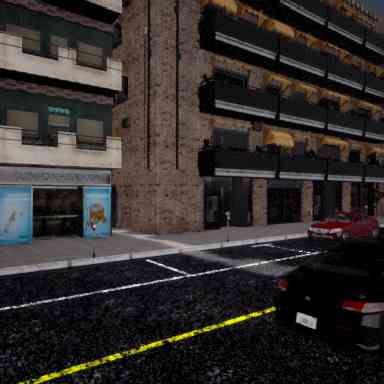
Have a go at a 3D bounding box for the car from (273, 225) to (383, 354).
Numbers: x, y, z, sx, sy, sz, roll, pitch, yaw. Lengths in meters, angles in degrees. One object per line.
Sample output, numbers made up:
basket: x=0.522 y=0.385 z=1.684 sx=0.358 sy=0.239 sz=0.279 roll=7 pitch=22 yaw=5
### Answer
car: x=3.380 y=1.526 z=5.725 sx=4.674 sy=1.442 sz=1.812 roll=0 pitch=0 yaw=-35

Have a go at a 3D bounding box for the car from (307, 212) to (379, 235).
car: x=7.172 y=1.583 z=15.538 sx=4.206 sy=1.307 sz=1.802 roll=0 pitch=0 yaw=-35
